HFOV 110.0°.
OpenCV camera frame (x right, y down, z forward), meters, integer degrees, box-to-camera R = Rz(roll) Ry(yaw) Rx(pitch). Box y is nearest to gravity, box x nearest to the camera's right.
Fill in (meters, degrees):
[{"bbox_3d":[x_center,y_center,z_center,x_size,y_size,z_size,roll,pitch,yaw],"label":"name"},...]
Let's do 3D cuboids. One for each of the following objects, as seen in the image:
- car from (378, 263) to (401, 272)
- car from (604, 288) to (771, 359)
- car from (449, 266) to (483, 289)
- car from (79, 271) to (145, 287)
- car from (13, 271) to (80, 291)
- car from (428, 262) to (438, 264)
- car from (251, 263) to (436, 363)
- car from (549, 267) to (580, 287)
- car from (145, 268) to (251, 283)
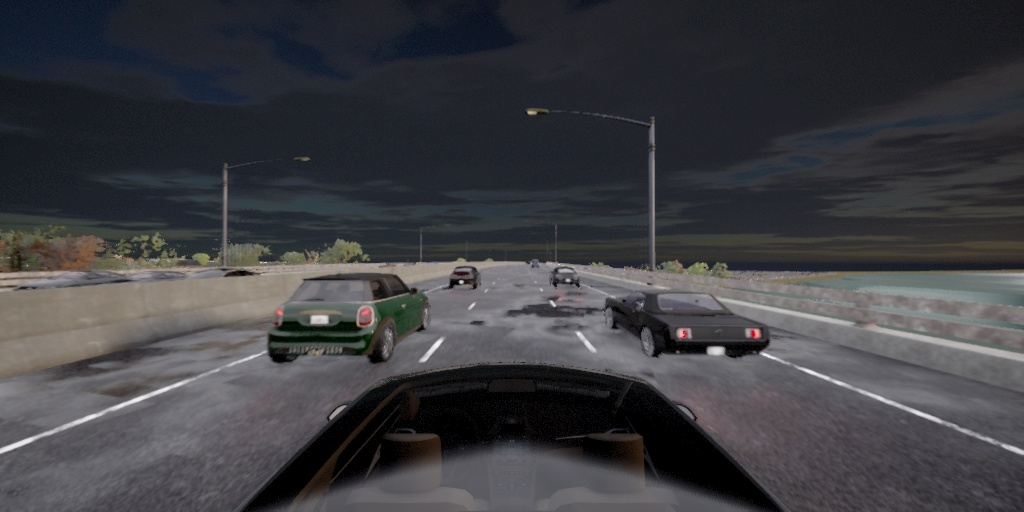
[{"bbox_3d":[-20.018,1.853,58.825,1.895,1.301,4.718,0,-1,2],"label":"car"},{"bbox_3d":[3.623,1.413,8.562,1.895,1.301,4.718,0,0,0],"label":"car"},{"bbox_3d":[-3.206,1.451,25.419,1.837,1.490,4.892,0,0,1],"label":"car"},{"bbox_3d":[-17.503,1.417,17.507,1.994,1.385,4.181,0,-1,1],"label":"car"},{"bbox_3d":[-21.002,1.411,17.573,1.994,1.385,4.181,0,-1,1],"label":"car"},{"bbox_3d":[-13.050,1.734,58.197,1.882,1.535,5.008,0,-1,3],"label":"car"},{"bbox_3d":[-3.376,1.152,8.434,2.097,1.767,4.553,0,0,0],"label":"car"},{"bbox_3d":[3.810,1.492,26.400,1.812,1.442,4.674,0,-1,1],"label":"car"},{"bbox_3d":[-14.007,1.360,17.166,1.837,1.490,4.892,0,-1,1],"label":"car"}]
